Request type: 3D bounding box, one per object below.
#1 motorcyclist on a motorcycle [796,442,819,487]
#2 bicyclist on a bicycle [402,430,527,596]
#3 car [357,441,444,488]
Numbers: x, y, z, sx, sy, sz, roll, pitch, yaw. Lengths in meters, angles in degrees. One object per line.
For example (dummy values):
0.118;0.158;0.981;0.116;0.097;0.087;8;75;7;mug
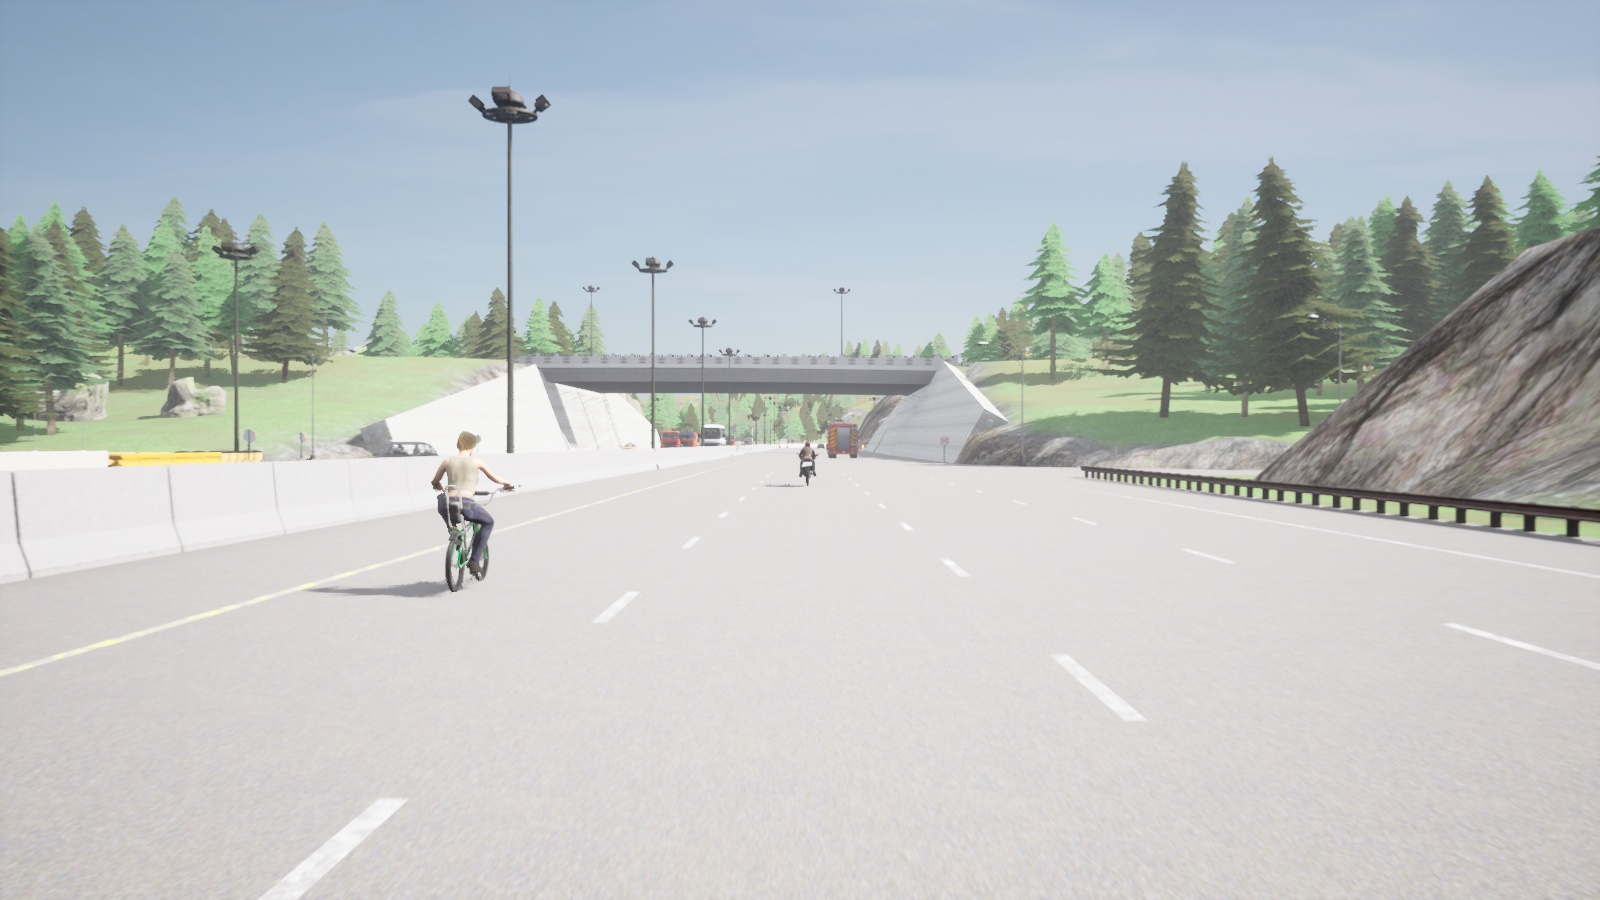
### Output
0.264;0.482;43.803;0.797;1.523;2.044;0;0;0;motorcyclist on a motorcycle
-3.416;0.607;12.933;0.866;1.612;1.509;0;0;1;bicyclist on a bicycle
-13.738;0.468;43.396;1.789;1.549;3.705;0;0;0;car
